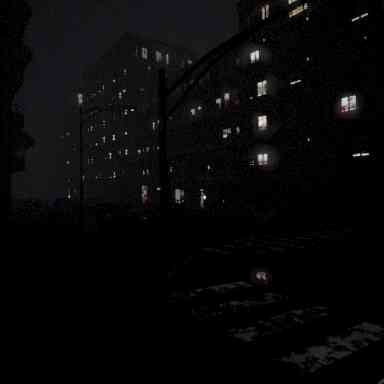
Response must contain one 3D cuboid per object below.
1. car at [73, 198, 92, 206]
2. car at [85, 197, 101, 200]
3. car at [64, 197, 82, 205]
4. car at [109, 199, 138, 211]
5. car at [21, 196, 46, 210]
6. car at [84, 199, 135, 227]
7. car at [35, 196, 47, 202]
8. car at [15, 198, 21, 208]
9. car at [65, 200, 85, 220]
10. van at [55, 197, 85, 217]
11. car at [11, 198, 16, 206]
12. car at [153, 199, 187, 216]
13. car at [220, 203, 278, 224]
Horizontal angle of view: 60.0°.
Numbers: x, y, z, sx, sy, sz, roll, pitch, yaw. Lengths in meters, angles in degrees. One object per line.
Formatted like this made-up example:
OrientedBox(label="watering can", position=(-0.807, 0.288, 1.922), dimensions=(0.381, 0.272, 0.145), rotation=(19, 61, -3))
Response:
OrientedBox(label="car", position=(-18.400, 1.644, 55.785), dimensions=(1.947, 1.339, 4.313), rotation=(-1, 1, -36))
OrientedBox(label="car", position=(-15.181, 1.502, 51.283), dimensions=(1.967, 1.590, 4.097), rotation=(-1, 1, -36))
OrientedBox(label="car", position=(-21.620, 1.645, 60.287), dimensions=(2.008, 1.369, 4.403), rotation=(-1, 1, -36))
OrientedBox(label="car", position=(-8.740, 1.581, 42.282), dimensions=(2.008, 1.369, 4.403), rotation=(-1, 1, -36))
OrientedBox(label="car", position=(-21.997, 1.628, 46.409), dimensions=(1.967, 1.590, 4.097), rotation=(-1, 1, -36))
OrientedBox(label="car", position=(-5.897, 1.553, 23.904), dimensions=(1.967, 1.590, 4.097), rotation=(-1, 1, -36))
OrientedBox(label="car", position=(-37.720, 1.728, 82.792), dimensions=(1.887, 1.381, 4.507), rotation=(-1, 1, -36))
OrientedBox(label="car", position=(-25.215, 1.770, 50.910), dimensions=(1.947, 1.339, 4.313), rotation=(-1, 1, -36))
OrientedBox(label="car", position=(-9.016, 1.652, 28.267), dimensions=(1.752, 1.417, 4.829), rotation=(-1, 1, -36))
OrientedBox(label="van", position=(-12.338, 1.483, 32.904), dimensions=(1.690, 1.788, 3.998), rotation=(-1, 1, -36))
OrientedBox(label="car", position=(-31.655, 1.782, 59.913), dimensions=(1.887, 1.381, 4.507), rotation=(-1, 1, -36))
OrientedBox(label="car", position=(-2.301, 1.441, 33.279), dimensions=(1.967, 1.590, 4.097), rotation=(-1, 1, -36))
OrientedBox(label="car", position=(4.041, 1.498, 24.417), dimensions=(1.752, 1.417, 4.829), rotation=(-1, 1, -36))
